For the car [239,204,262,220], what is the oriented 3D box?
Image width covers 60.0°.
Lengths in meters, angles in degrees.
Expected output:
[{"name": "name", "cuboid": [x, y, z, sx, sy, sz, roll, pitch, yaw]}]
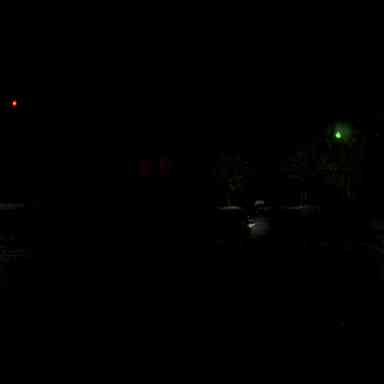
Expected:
[{"name": "car", "cuboid": [6.491, 2.454, 37.566, 1.994, 1.385, 4.181, -1, -1, 13]}]

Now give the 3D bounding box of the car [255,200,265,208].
[{"name": "car", "cuboid": [16.563, 2.937, 81.355, 2.150, 2.045, 5.566, -1, -1, 13]}]
